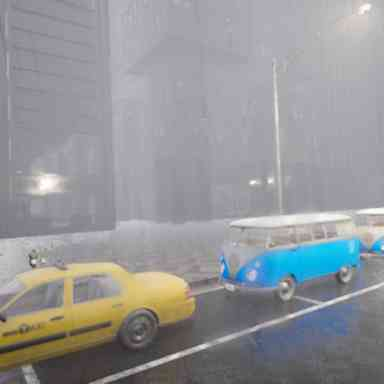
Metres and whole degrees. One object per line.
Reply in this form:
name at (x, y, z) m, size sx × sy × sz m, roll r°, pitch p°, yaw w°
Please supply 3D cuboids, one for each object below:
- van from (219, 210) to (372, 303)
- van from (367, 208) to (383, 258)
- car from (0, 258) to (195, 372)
van at (2.524, 1.497, 8.370) m, size 3.998 × 1.788 × 1.690 m, roll -1°, pitch -2°, yaw -35°
van at (7.158, 1.425, 11.586) m, size 3.998 × 1.788 × 1.690 m, roll -1°, pitch -2°, yaw -35°
car at (-2.242, 1.756, 5.052) m, size 4.829 × 1.417 × 1.752 m, roll -1°, pitch -2°, yaw -35°
